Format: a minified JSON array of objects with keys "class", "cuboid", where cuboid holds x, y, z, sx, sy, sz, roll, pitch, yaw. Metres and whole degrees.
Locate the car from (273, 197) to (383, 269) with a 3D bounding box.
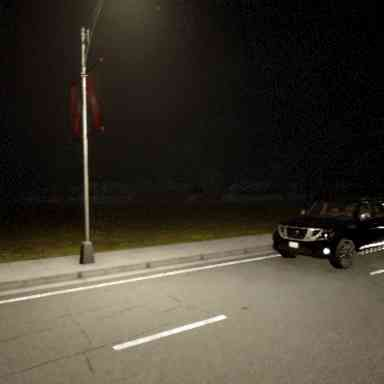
[{"class":"car","cuboid":[5.247,1.199,11.418,5.566,2.045,2.150,0,0,-35]}]
